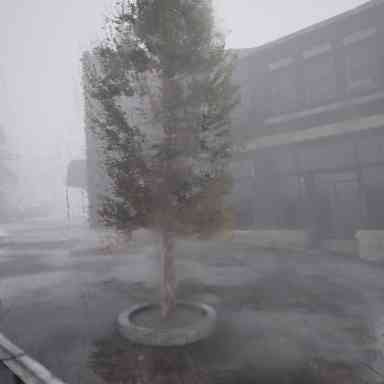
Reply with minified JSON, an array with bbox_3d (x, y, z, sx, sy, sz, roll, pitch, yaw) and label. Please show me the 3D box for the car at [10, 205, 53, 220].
[{"bbox_3d":[-18.203,2.384,38.543,2.033,1.411,5.357,-3,-1,3],"label":"car"}]
